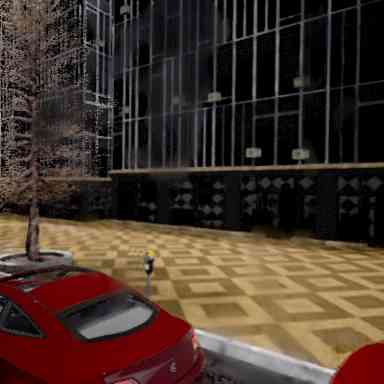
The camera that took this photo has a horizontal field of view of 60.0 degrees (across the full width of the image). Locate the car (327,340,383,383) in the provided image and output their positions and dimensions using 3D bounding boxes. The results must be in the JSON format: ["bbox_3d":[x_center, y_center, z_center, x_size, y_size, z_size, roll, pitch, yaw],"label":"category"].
[{"bbox_3d":[2.790,1.322,0.677,5.009,1.841,2.192,0,1,35],"label":"car"}]

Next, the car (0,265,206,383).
[{"bbox_3d":[-1.812,1.569,3.954,4.206,1.307,1.802,0,1,35],"label":"car"}]
